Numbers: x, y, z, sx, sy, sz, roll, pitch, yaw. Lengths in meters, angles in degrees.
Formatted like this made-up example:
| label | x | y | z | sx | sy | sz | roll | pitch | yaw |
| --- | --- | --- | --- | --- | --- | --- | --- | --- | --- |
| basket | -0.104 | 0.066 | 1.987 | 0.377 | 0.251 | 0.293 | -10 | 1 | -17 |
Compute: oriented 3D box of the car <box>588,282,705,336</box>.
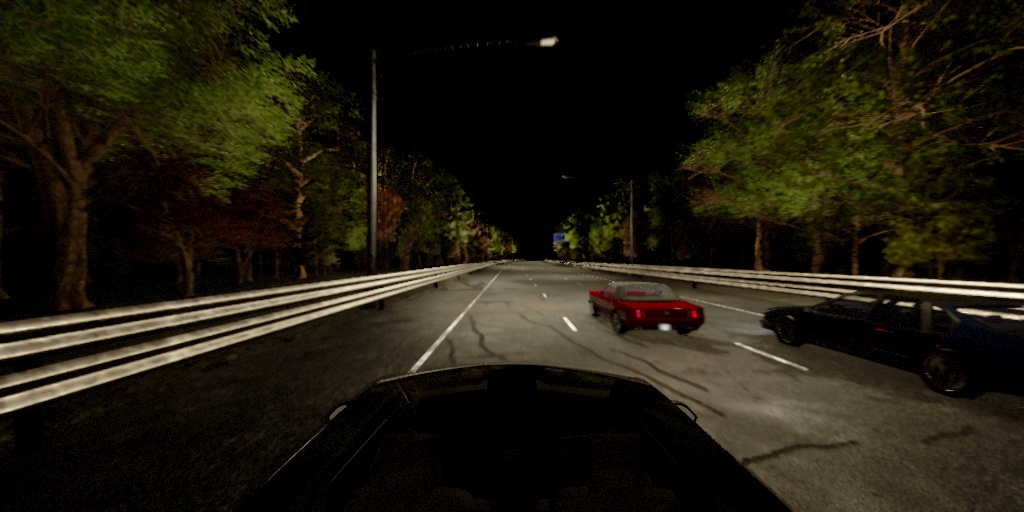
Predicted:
| label | x | y | z | sx | sy | sz | roll | pitch | yaw |
| --- | --- | --- | --- | --- | --- | --- | --- | --- | --- |
| car | 3.601 | 1.411 | 10.647 | 1.895 | 1.301 | 4.718 | 0 | 0 | 0 |

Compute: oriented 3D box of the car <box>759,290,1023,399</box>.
| label | x | y | z | sx | sy | sz | roll | pitch | yaw |
| --- | --- | --- | --- | --- | --- | --- | --- | --- | --- |
| car | 7.098 | 1.329 | 6.478 | 2.033 | 1.411 | 5.357 | 0 | 0 | 0 |
